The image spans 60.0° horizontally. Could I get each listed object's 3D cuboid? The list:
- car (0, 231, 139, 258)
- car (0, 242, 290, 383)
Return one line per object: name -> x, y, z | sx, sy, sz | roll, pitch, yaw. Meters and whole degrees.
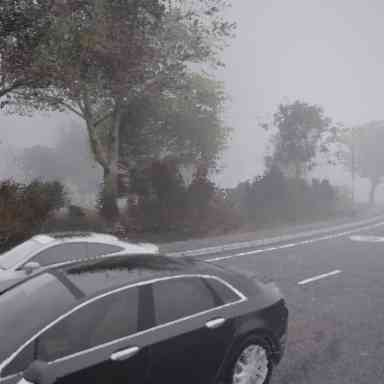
car -> -2.716, 1.548, 6.497 | 4.674, 1.442, 1.812 | 0, 0, -37
car -> -1.021, 1.516, 3.429 | 4.892, 1.490, 1.837 | 0, 0, -37
